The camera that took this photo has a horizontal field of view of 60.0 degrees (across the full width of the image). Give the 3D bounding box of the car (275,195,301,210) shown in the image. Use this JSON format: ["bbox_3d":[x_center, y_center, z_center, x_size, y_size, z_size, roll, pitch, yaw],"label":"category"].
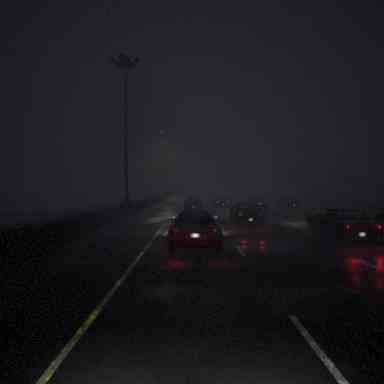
[{"bbox_3d":[10.637,1.132,37.148,1.837,1.490,4.892,0,1,0],"label":"car"}]

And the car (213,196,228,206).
[{"bbox_3d":[3.641,1.167,41.464,1.895,1.301,4.718,0,1,0],"label":"car"}]

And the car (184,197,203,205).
[{"bbox_3d":[0.134,1.191,34.110,1.812,1.442,4.674,0,1,0],"label":"car"}]

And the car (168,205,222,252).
[{"bbox_3d":[0.113,1.436,13.332,1.994,1.385,4.181,0,1,0],"label":"car"}]

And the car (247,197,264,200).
[{"bbox_3d":[7.137,1.190,37.240,1.994,1.385,4.181,0,1,0],"label":"car"}]

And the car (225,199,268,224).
[{"bbox_3d":[3.622,1.385,22.660,1.895,1.301,4.718,0,1,0],"label":"car"}]

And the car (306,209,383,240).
[{"bbox_3d":[7.114,1.448,16.088,1.895,1.301,4.718,0,1,0],"label":"car"}]
